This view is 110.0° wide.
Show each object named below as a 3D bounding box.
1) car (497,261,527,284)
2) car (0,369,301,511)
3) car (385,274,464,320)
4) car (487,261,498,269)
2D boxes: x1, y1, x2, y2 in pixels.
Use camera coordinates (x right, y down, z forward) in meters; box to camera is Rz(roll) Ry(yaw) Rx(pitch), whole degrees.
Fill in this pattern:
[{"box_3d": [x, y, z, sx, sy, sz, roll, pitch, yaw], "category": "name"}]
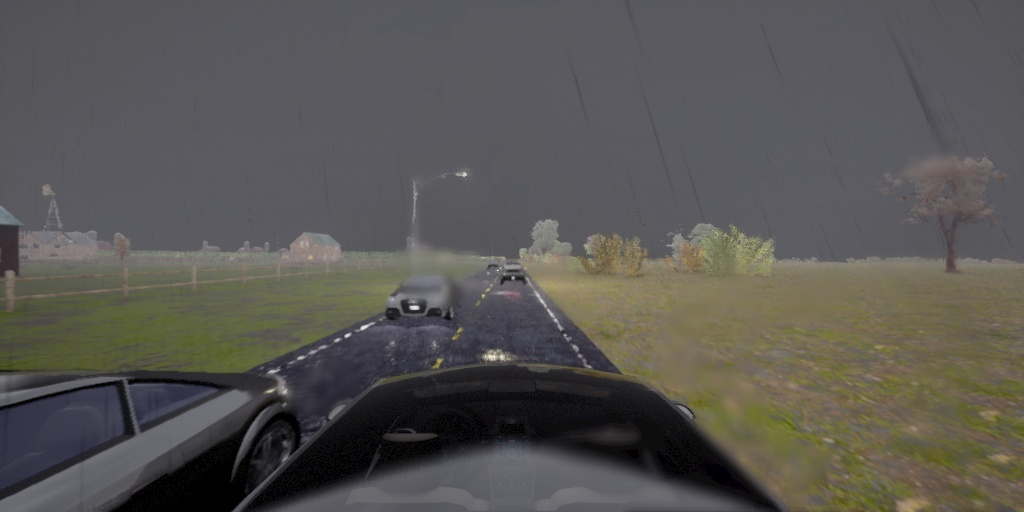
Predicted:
[{"box_3d": [0.078, 1.253, 26.906, 1.837, 1.490, 4.892, 0, 0, 0], "category": "car"}, {"box_3d": [-2.847, 1.316, 1.447, 1.994, 1.385, 4.181, 0, 0, 0], "category": "car"}, {"box_3d": [-2.845, 1.312, 12.452, 1.994, 1.385, 4.181, 0, 0, 0], "category": "car"}, {"box_3d": [-2.854, 1.410, 55.826, 1.895, 1.301, 4.718, 0, 0, 0], "category": "car"}]
